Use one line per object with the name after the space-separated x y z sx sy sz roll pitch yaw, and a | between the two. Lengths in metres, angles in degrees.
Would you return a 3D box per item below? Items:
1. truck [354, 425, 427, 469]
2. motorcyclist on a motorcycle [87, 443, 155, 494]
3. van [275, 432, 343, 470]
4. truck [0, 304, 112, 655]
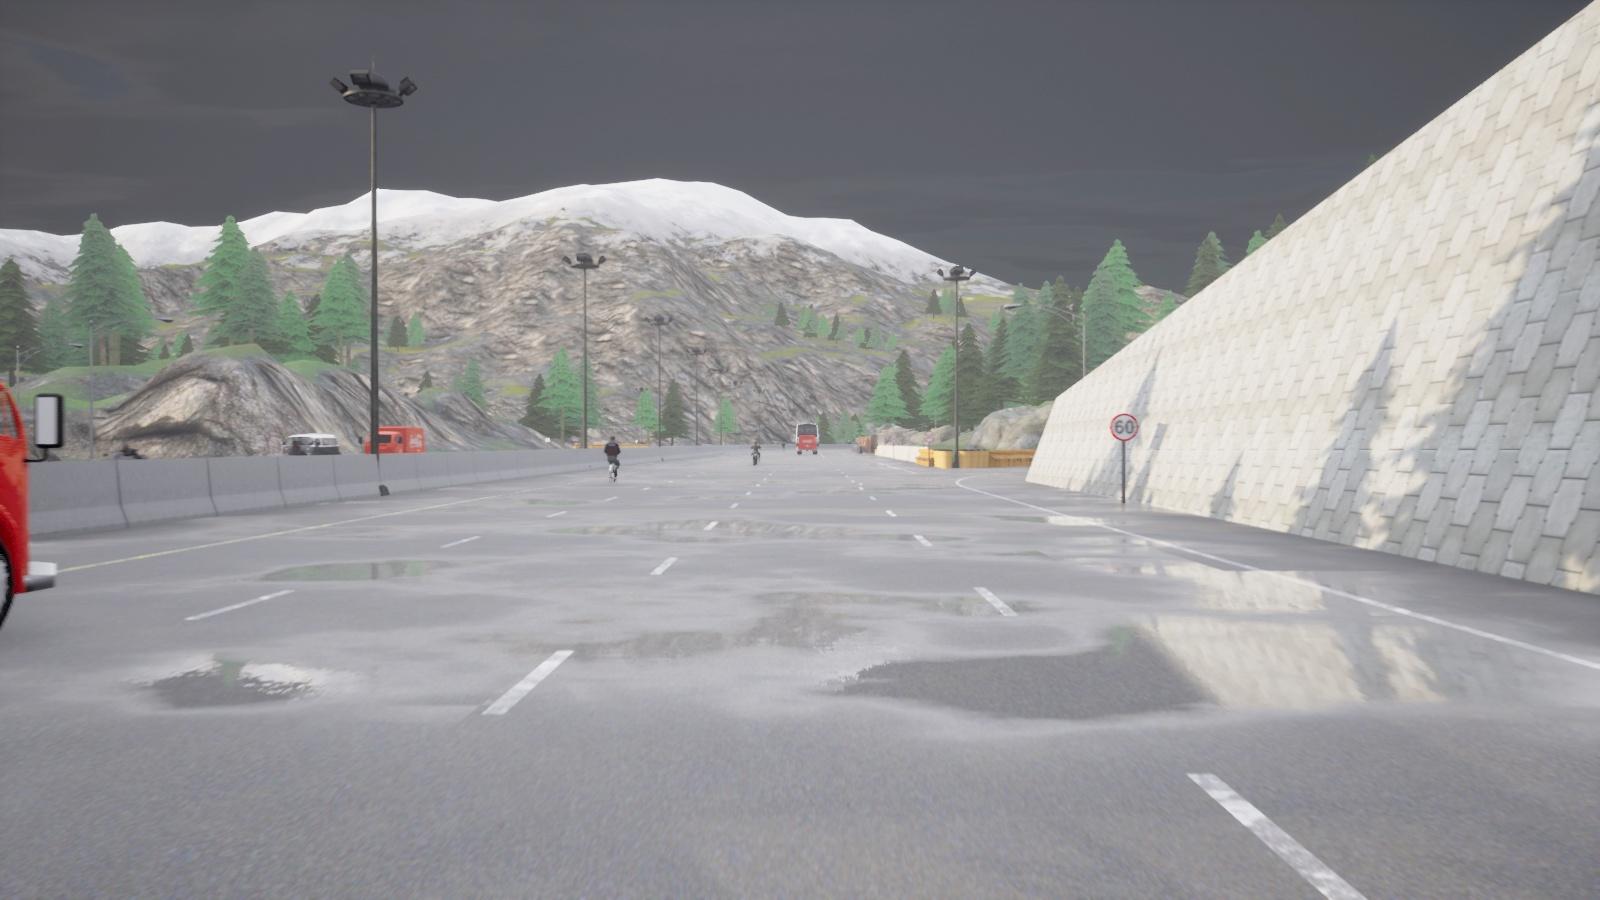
-24.063 -0.178 74.013 2.627 2.467 5.204 0 0 0 | truck
-20.766 0.548 38.457 0.866 1.530 2.191 0 0 0 | motorcyclist on a motorcycle
-27.582 0.049 70.676 2.069 2.038 4.480 0 0 0 | van
-6.941 0.207 7.646 2.627 2.467 5.204 0 0 0 | truck
